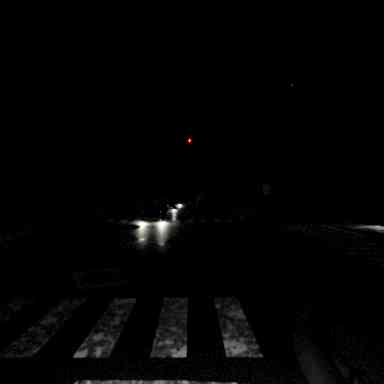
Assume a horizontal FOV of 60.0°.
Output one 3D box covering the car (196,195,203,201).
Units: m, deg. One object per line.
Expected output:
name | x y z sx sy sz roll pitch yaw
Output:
car | 1.986 1.656 90.294 1.812 1.442 4.674 0 0 0

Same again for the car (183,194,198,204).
car | -0.272 1.631 63.891 1.994 1.385 4.181 0 0 0

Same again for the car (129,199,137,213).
car | -5.692 1.463 36.335 1.967 1.590 4.097 0 0 0

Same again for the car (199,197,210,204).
car | 2.365 1.617 63.879 2.008 1.369 4.403 0 0 0

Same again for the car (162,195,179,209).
car | -3.136 1.540 45.639 1.837 1.490 4.892 0 0 0

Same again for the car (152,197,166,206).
car | -5.666 1.606 58.378 2.008 1.369 4.403 0 0 0

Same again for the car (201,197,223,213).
car | 2.333 1.589 36.325 1.947 1.339 4.313 0 0 0

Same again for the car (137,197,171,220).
car | -3.161 1.491 28.273 1.882 1.535 5.008 0 0 0

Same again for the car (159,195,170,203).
car | -5.654 1.519 69.399 1.967 1.590 4.097 0 0 0

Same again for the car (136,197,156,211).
car | -5.685 1.470 41.846 1.967 1.590 4.097 0 0 0

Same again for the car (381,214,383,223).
car | 14.248 1.500 20.849 4.181 1.385 1.994 0 0 0

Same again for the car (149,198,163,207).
car | -5.673 1.628 52.867 1.802 1.307 4.206 0 0 0

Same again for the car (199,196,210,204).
car | 2.346 1.619 47.348 1.802 1.307 4.206 0 0 0

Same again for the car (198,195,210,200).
car | 2.352 1.612 52.858 1.947 1.339 4.313 0 0 0

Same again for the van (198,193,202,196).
van | 2.358 1.397 58.369 1.690 1.788 3.998 0 0 0

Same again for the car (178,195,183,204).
car | -3.061 1.667 63.823 1.895 1.301 4.718 0 0 1

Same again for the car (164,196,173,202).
car | -5.641 1.656 80.421 2.008 1.369 4.403 0 0 0
